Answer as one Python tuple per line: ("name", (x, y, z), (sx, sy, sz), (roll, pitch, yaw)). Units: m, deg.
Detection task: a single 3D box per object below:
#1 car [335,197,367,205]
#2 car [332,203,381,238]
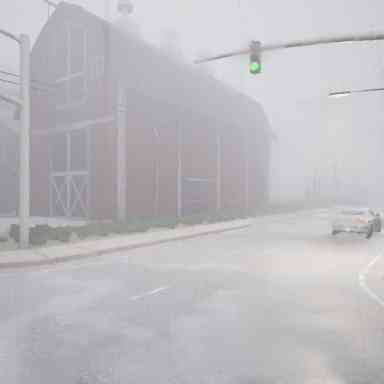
("car", (25.029, 1.496, 52.470), (1.837, 1.490, 4.892), (1, -1, -32))
("car", (8.842, 1.547, 17.780), (1.812, 1.442, 4.674), (0, 0, 36))
